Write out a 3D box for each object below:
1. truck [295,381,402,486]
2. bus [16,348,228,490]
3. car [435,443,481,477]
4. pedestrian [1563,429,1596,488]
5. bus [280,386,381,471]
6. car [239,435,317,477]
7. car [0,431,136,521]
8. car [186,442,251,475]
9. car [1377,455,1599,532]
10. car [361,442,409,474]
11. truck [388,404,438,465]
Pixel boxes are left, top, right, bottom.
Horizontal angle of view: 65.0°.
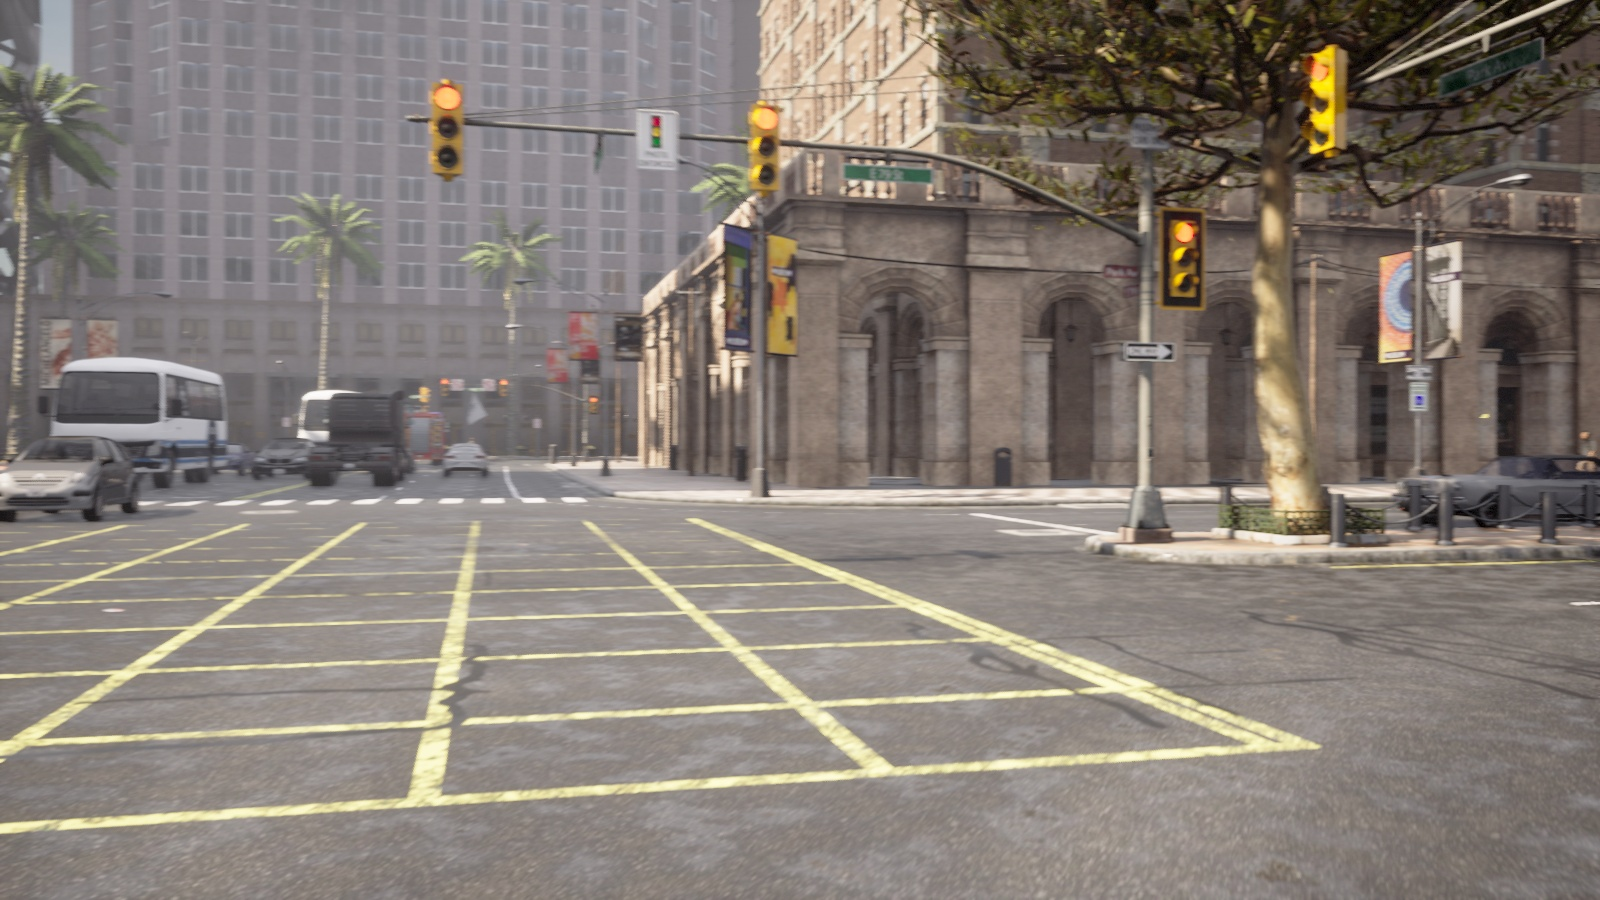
[{"bbox_3d":[-16.242,-0.556,45.641,2.891,3.462,7.936,0,0,-14],"label":"truck"},{"bbox_3d":[-22.804,-0.960,43.063,3.944,4.253,10.273,0,0,-14],"label":"bus"},{"bbox_3d":[-15.106,0.399,55.654,1.812,1.442,4.674,0,0,-14],"label":"car"},{"bbox_3d":[24.882,0.266,40.090,0.694,1.848,0.540,0,0,-14],"label":"pedestrian"},{"bbox_3d":[-25.493,-1.116,68.779,3.944,4.253,10.273,0,0,-14],"label":"bus"},{"bbox_3d":[-21.255,0.219,51.315,2.242,1.667,4.611,0,0,-14],"label":"car"},{"bbox_3d":[-14.425,0.452,24.407,1.851,1.617,3.988,0,0,-15],"label":"car"},{"bbox_3d":[-26.133,0.353,56.569,1.812,1.442,4.674,0,0,-14],"label":"car"},{"bbox_3d":[13.367,0.763,23.203,4.718,1.301,1.895,0,0,-13],"label":"car"},{"bbox_3d":[-19.689,0.359,59.694,1.812,1.442,4.674,0,0,-14],"label":"car"},{"bbox_3d":[-25.465,-0.986,83.001,2.891,3.827,8.468,0,0,-15],"label":"truck"}]
